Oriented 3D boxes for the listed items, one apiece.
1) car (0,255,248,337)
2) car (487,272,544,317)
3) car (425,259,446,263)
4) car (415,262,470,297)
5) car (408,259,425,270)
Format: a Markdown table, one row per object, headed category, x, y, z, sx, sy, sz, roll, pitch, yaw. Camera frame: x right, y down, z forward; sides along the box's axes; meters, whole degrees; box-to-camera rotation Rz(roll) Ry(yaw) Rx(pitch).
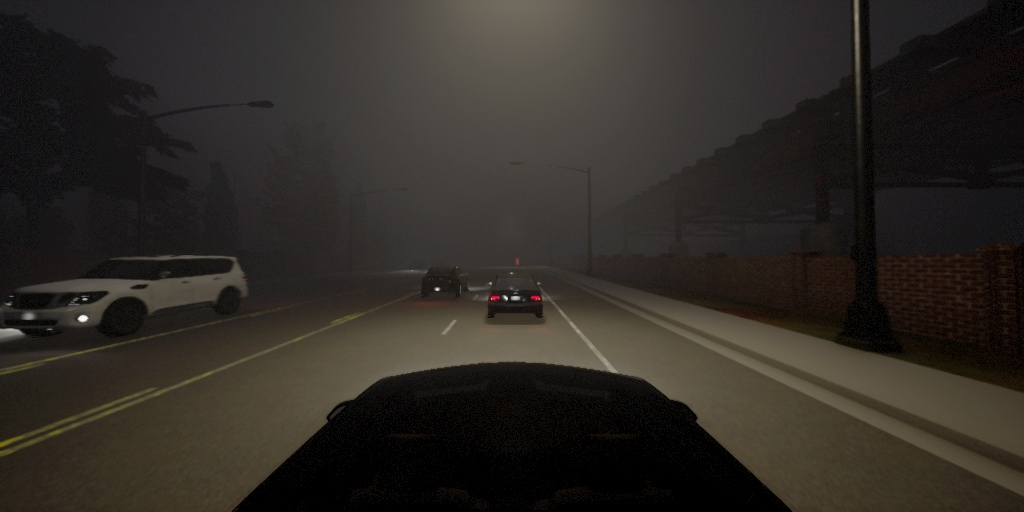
| category | x | y | z | sx | sy | sz | roll | pitch | yaw |
| --- | --- | --- | --- | --- | --- | --- | --- | --- | --- |
| car | -10.600 | 0.973 | 10.622 | 2.150 | 2.045 | 5.566 | 0 | 0 | 0 |
| car | 0.102 | 1.300 | 13.155 | 2.033 | 1.411 | 5.357 | 0 | 0 | 0 |
| car | -10.605 | 1.252 | 51.970 | 2.128 | 1.511 | 4.902 | 0 | 0 | 0 |
| car | -3.398 | 1.258 | 18.741 | 1.837 | 1.490 | 4.892 | 0 | 0 | 0 |
| car | -14.118 | 1.252 | 53.758 | 2.128 | 1.511 | 4.902 | 0 | 0 | 0 |
